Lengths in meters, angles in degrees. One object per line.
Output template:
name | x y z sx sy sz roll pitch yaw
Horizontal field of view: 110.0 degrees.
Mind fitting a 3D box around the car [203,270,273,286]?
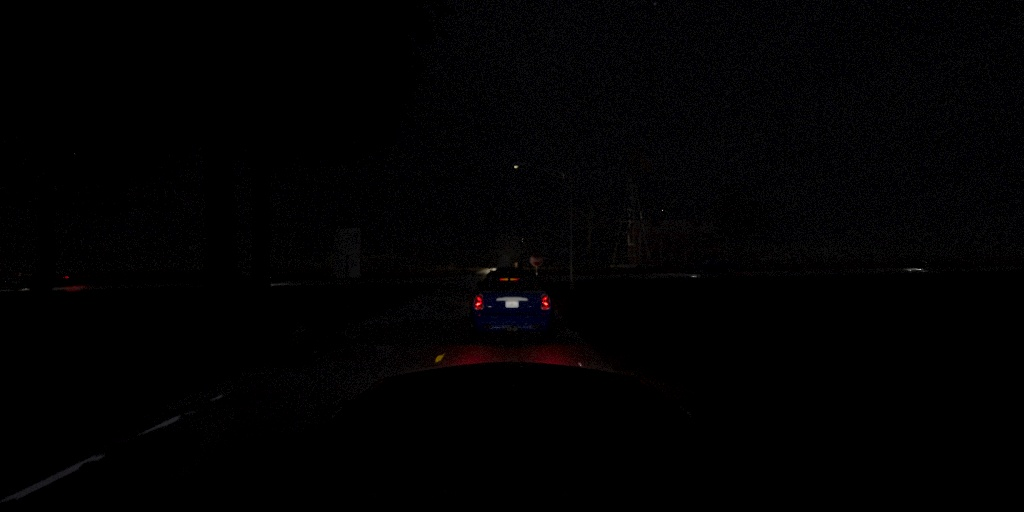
car | -25.539 2.025 33.459 5.357 1.411 2.033 -1 1 -1

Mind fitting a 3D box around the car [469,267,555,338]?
car | -0.026 1.160 10.505 2.097 1.767 4.553 0 0 -1

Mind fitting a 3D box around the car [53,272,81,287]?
car | -46.589 2.332 36.127 4.892 1.490 1.837 -1 1 1

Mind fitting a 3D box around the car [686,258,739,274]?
car | 20.504 1.032 36.865 5.008 1.535 1.882 -1 1 -1

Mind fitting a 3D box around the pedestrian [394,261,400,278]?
pedestrian | -12.715 1.498 39.560 0.375 1.860 0.375 0 2 -1

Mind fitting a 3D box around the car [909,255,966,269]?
car | 43.848 0.632 37.045 4.181 1.385 1.994 -1 1 0

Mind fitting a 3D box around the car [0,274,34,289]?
car | -48.402 2.379 33.292 4.902 1.511 2.128 -1 1 0
